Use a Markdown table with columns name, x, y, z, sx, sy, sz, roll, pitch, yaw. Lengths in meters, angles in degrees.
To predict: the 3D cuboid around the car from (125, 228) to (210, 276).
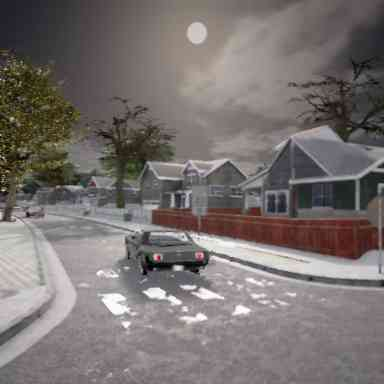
| name | x | y | z | sx | sy | sz | roll | pitch | yaw |
| --- | --- | --- | --- | --- | --- | --- | --- | --- | --- |
| car | -1.090 | 1.883 | 11.339 | 1.895 | 1.301 | 4.718 | 2 | -2 | -19 |

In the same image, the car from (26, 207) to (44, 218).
| name | x | y | z | sx | sy | sz | roll | pitch | yaw |
| --- | --- | --- | --- | --- | --- | --- | --- | --- | --- |
| car | -20.846 | 2.661 | 44.127 | 1.812 | 1.442 | 4.674 | 3 | -3 | -31 |
